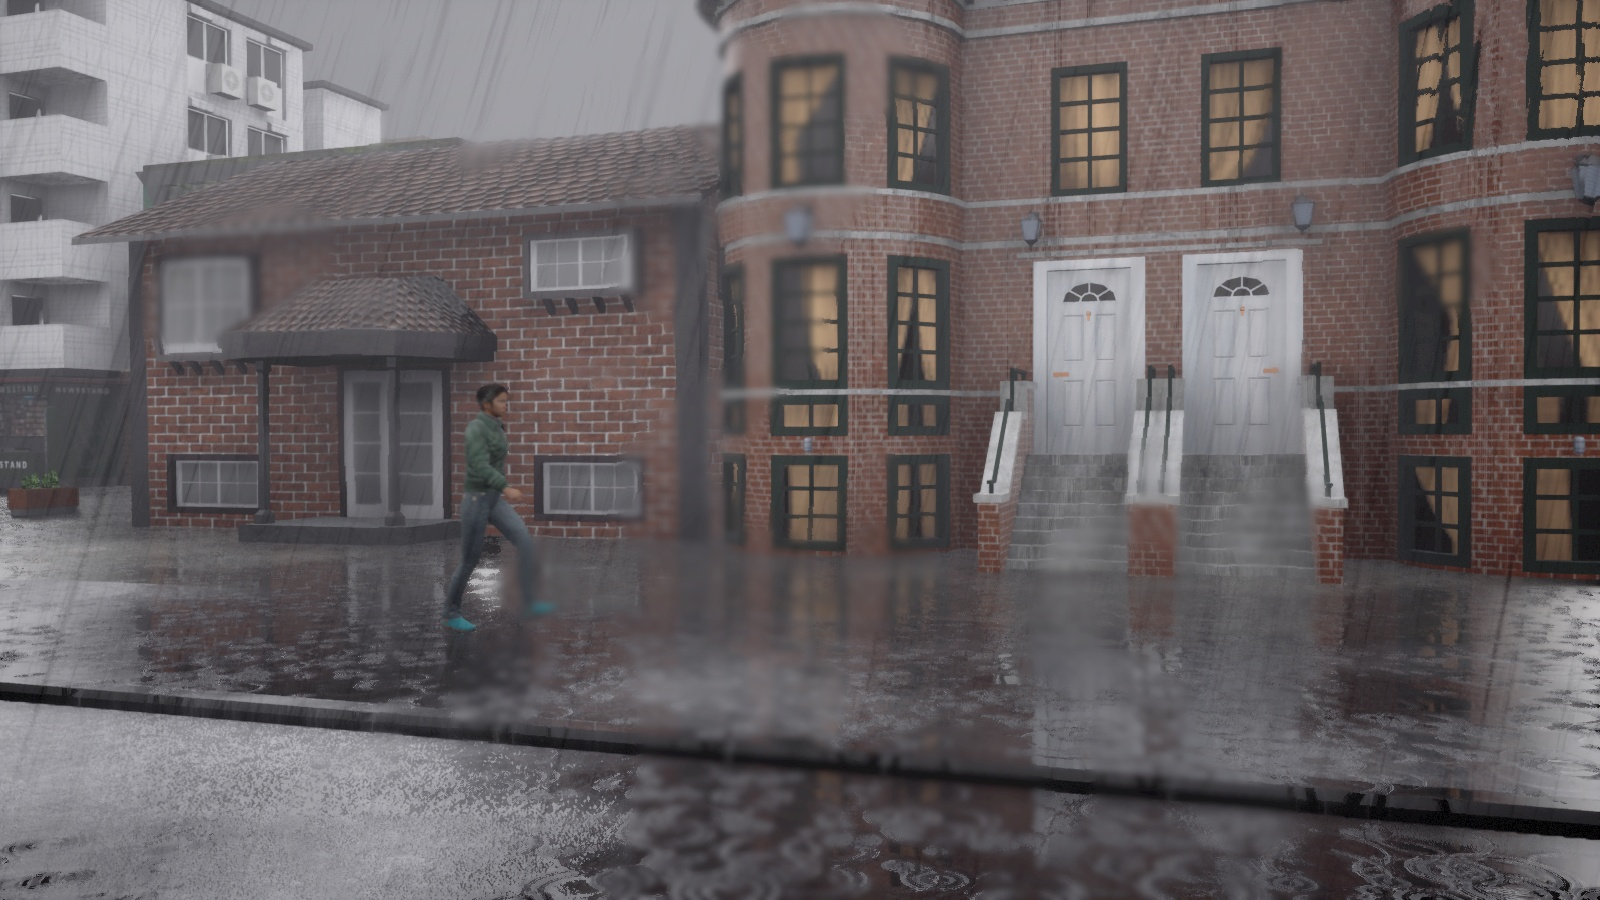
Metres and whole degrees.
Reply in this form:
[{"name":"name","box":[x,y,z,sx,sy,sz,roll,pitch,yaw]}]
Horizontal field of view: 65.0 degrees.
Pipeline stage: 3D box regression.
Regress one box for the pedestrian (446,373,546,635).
[{"name":"pedestrian","box":[-2.201,0.377,9.108,0.614,1.847,0.353,0,1,16]}]
